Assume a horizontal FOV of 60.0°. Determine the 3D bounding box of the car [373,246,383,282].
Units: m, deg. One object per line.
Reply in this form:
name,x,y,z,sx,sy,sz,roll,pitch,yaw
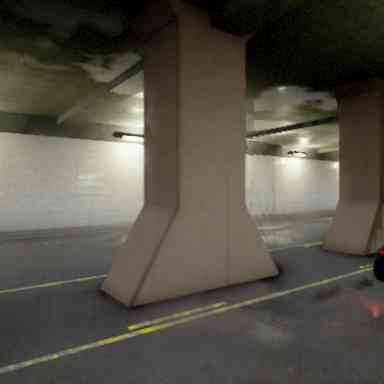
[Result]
car,6.379,1.520,8.294,4.181,1.385,1.994,0,0,-35
